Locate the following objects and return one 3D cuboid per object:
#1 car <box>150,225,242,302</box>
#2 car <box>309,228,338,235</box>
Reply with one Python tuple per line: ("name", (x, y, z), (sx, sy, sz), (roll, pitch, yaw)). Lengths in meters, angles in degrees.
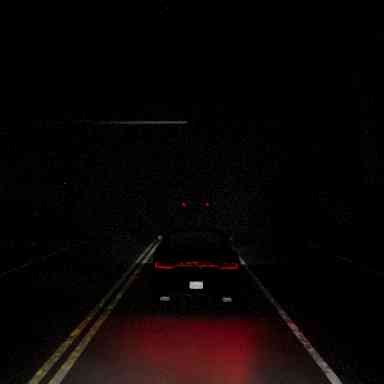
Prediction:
("car", (0.085, 1.594, 8.582), (1.882, 1.535, 5.008), (1, -1, 0))
("car", (12.439, 3.825, 27.985), (5.008, 1.535, 1.882), (0, -14, 1))
